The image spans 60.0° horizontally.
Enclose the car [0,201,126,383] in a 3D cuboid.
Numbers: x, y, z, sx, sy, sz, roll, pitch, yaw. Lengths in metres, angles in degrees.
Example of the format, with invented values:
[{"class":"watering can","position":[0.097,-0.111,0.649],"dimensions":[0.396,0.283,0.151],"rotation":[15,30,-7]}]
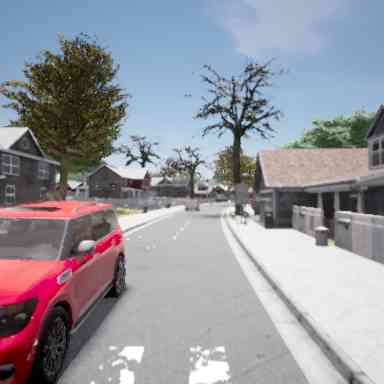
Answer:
[{"class":"car","position":[-2.645,1.245,5.741],"dimensions":[2.150,2.045,5.566],"rotation":[1,1,1]}]

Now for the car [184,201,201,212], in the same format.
[{"class":"car","position":[0.079,2.022,47.317],"dimensions":[1.812,1.442,4.674],"rotation":[0,-1,6]}]
